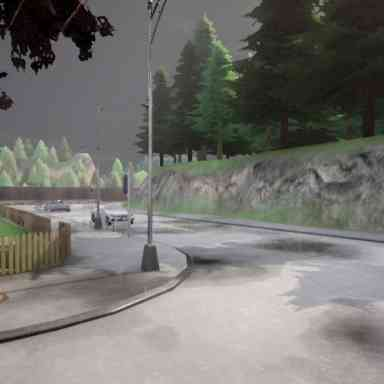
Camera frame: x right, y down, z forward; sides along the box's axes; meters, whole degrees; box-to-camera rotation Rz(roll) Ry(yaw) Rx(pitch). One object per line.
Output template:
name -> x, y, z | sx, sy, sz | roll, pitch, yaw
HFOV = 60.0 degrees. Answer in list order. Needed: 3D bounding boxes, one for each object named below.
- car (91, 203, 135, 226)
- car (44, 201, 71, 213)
car -> -5.809, 1.523, 23.946 | 1.812, 1.442, 4.674 | 0, 0, -35
car -> -14.995, 1.598, 36.974 | 1.895, 1.301, 4.718 | 0, 0, -35
